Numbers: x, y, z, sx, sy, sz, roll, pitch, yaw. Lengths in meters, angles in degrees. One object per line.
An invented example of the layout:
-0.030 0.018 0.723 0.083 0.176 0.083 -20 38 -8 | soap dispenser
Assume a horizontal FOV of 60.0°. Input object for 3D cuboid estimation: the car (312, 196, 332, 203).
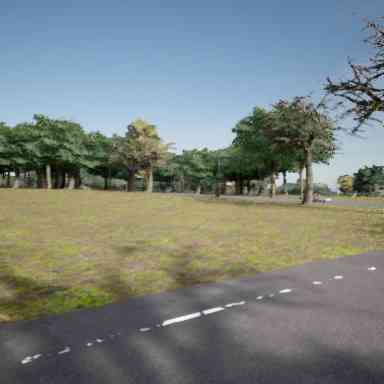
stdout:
24.892 1.402 65.137 1.895 1.301 4.718 0 2 -35 | car
